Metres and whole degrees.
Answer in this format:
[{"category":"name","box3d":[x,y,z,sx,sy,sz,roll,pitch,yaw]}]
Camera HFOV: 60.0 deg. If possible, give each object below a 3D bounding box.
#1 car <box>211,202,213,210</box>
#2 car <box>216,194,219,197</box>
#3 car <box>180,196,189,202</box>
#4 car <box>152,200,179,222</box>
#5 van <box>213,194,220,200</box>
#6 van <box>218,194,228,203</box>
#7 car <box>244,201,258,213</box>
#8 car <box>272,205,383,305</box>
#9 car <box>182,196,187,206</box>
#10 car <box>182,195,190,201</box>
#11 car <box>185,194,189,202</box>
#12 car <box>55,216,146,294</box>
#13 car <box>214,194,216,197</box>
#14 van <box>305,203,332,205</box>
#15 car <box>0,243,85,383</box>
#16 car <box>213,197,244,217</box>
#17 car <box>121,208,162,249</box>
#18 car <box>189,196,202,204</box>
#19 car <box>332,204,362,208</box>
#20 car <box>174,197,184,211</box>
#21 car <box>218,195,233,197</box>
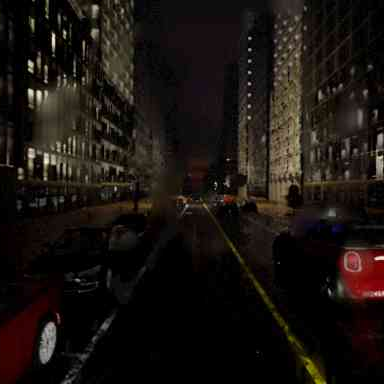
[{"category":"car","box3d":[3.595,1.656,44.473,1.895,1.301,4.718,0,0,1]},{"category":"car","box3d":[6.550,1.405,65.341,2.192,1.841,5.009,0,0,1]},{"category":"car","box3d":[-1.675,1.594,76.821,1.947,1.339,4.313,0,0,1]},{"category":"car","box3d":[-2.370,1.547,25.673,2.008,1.369,4.403,0,0,1]},{"category":"van","box3d":[6.936,1.446,93.756,1.690,1.788,3.998,0,0,1]},{"category":"van","box3d":[6.627,1.434,71.024,1.690,1.788,3.998,0,0,1]},{"category":"car","box3d":[6.164,1.623,36.924,2.008,1.369,4.403,0,0,1]},{"category":"car","box3d":[3.634,1.385,8.393,2.097,1.767,4.553,1,0,-5]},{"category":"car","box3d":[-2.061,1.593,48.405,1.802,1.307,4.206,0,0,1]},{"category":"car","box3d":[-1.521,1.585,88.187,2.008,1.369,4.403,0,0,1]},{"category":"car","box3d":[-1.984,1.455,54.088,1.967,1.590,4.097,0,0,1]},{"category":"car","box3d":[-2.602,1.535,8.623,2.008,1.369,4.403,0,0,1]},{"category":"car","box3d":[6.705,1.537,76.707,1.967,1.590,4.097,0,0,1]},{"category":"van","box3d":[5.855,1.398,14.192,1.690,1.788,3.998,0,0,1]},{"category":"car","box3d":[-2.679,1.525,2.940,1.887,1.381,4.507,0,0,1]},{"category":"car","box3d":[3.458,1.538,32.394,2.128,1.511,4.902,0,0,1]},{"category":"car","box3d":[-2.524,1.570,14.306,1.802,1.307,4.206,0,0,1]},{"category":"car","box3d":[0.865,1.548,65.224,1.837,1.490,4.892,0,0,1]},{"category":"car","box3d":[5.777,1.367,8.509,2.192,1.841,5.009,0,0,1]},{"category":"car","box3d":[-2.215,1.555,37.038,2.008,1.369,4.403,0,0,1]},{"category":"car","box3d":[6.472,1.402,59.658,2.192,1.841,5.009,0,0,1]}]
